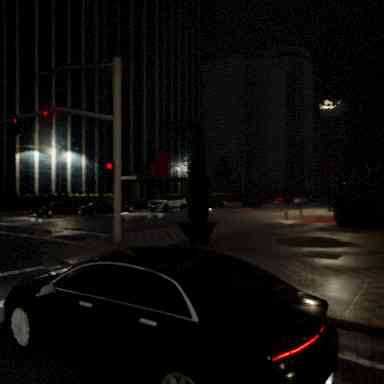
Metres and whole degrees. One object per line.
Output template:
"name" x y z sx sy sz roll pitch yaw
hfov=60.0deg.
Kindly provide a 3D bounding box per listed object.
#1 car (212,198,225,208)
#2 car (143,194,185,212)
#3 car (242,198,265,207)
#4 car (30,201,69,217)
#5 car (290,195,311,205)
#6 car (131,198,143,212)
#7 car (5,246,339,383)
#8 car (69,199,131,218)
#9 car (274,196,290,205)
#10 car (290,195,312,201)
"car" 2.976 1.593 47.648 1.994 1.385 4.181 0 0 35
"car" -2.807 1.251 39.398 2.150 2.045 5.566 0 0 35
"car" 9.372 1.625 50.379 1.895 1.301 4.718 0 0 35
"car" -12.455 1.582 31.700 2.033 1.411 5.357 0 0 35
"car" 19.427 1.545 58.696 1.812 1.442 4.674 0 0 34
"car" -6.826 1.539 39.757 1.837 1.490 4.892 0 0 35
"car" -0.679 1.508 4.517 4.892 1.490 1.837 0 0 36
"car" -8.506 1.522 31.247 2.128 1.511 4.902 0 0 35
"car" 16.490 1.502 60.570 1.882 1.535 5.008 0 0 35
"car" 28.757 1.508 87.832 5.008 1.535 1.882 0 0 35
